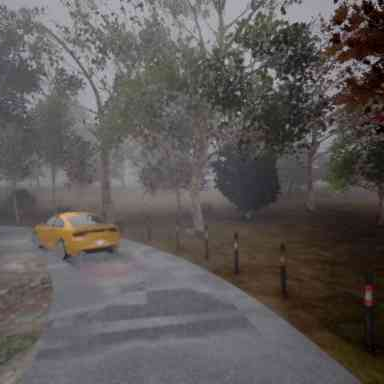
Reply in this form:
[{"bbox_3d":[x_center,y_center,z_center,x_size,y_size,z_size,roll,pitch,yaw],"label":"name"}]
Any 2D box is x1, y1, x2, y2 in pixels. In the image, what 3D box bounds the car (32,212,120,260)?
[{"bbox_3d":[-4.665,1.526,12.980,1.882,1.535,5.008,-3,2,-40],"label":"car"}]
